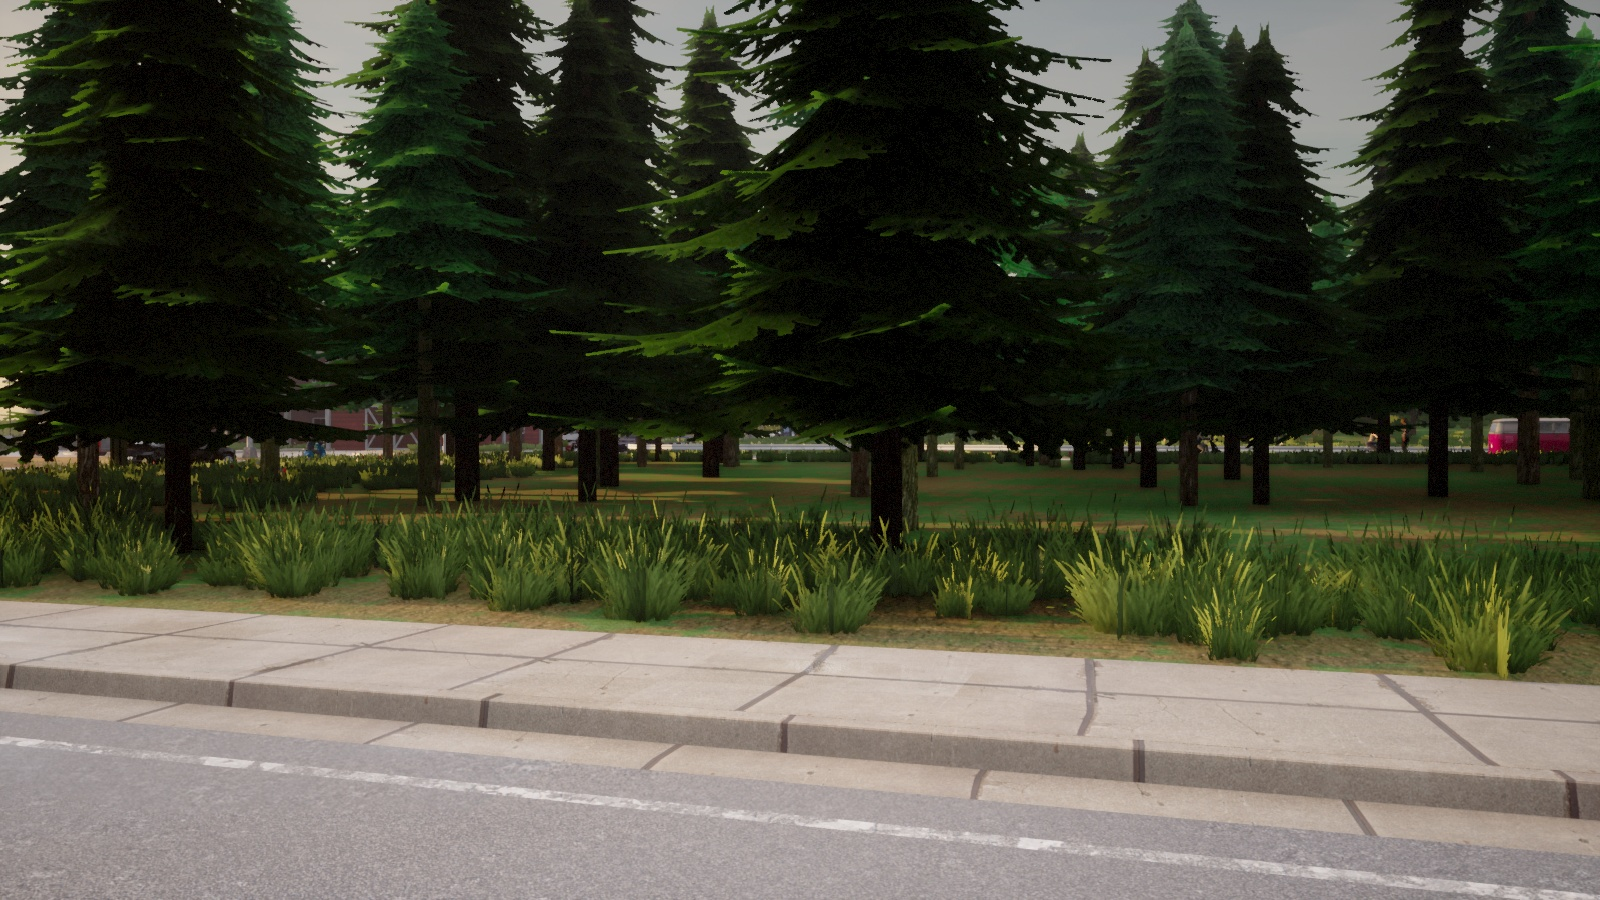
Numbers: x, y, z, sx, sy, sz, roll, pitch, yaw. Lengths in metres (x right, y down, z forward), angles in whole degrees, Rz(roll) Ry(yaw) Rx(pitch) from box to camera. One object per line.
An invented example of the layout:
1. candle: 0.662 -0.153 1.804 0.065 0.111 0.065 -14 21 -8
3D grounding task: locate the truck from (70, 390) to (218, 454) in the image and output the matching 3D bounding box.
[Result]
1. truck: -40.800 -1.746 78.091 8.468 3.827 2.891 0 1 16

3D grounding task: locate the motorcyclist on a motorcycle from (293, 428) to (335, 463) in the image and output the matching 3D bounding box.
1. motorcyclist on a motorcycle: -22.386 -0.204 57.883 0.866 1.590 1.817 1 1 17

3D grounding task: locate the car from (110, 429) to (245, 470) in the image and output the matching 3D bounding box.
1. car: -24.790 -0.066 50.212 1.882 1.535 5.008 1 1 17

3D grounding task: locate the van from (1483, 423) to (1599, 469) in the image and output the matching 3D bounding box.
1. van: 33.020 -0.189 55.749 4.442 1.987 1.775 1 1 19

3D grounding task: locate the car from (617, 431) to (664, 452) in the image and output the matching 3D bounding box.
1. car: -11.689 -0.651 92.057 1.816 1.474 4.193 1 1 18

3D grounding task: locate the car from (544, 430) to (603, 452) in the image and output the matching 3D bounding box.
1. car: -16.113 -0.642 89.604 2.163 1.488 4.792 1 1 17

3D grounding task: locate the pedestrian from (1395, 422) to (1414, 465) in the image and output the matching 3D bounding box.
1. pedestrian: 25.932 -0.276 53.837 0.331 1.846 0.634 -1 1 -38
